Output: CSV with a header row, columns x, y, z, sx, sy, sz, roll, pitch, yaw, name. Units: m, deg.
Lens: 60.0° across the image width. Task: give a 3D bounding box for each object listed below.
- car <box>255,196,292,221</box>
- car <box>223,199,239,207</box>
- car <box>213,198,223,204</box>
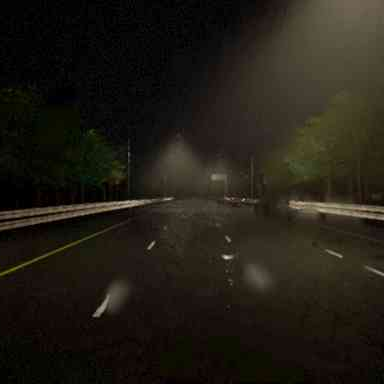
x,y,z,sx,sy,sz,roll,pitch,yaw,name
7.048,1.362,29.244,2.150,2.045,5.566,0,0,0,car
7.196,1.999,59.550,2.033,1.411,5.357,0,-1,0,car
7.416,2.294,86.702,2.033,1.411,5.357,0,-1,1,car
